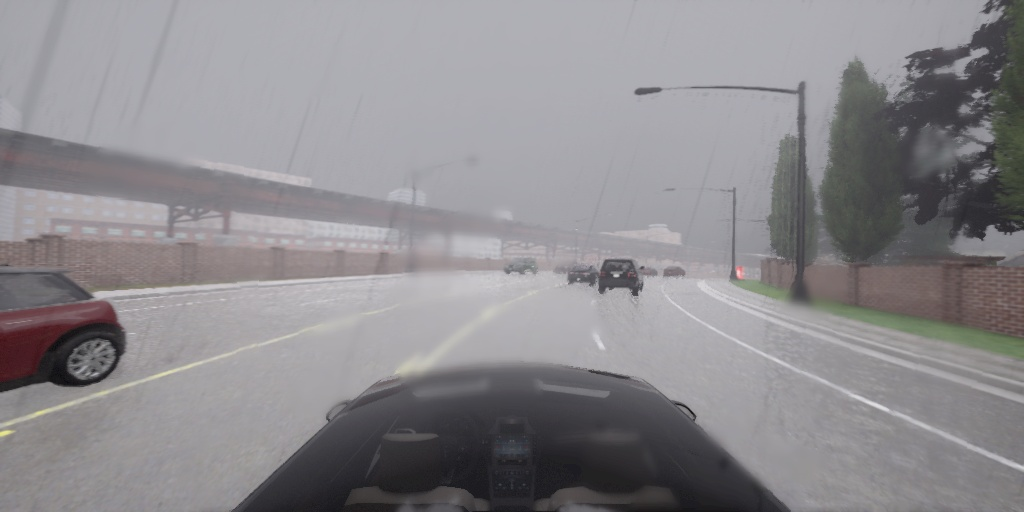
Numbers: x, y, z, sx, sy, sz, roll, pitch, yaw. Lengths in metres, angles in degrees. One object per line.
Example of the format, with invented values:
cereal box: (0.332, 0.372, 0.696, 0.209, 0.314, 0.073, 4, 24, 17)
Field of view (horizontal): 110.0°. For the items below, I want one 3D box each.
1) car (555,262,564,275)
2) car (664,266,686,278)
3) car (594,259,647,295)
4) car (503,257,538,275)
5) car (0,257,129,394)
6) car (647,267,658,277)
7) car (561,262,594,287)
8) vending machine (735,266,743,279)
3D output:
car: (7.173, 1.489, 45.426, 2.097, 1.767, 4.553, 1, -1, 32)
car: (22.406, 2.181, 49.282, 1.882, 1.535, 5.008, -1, -3, 39)
car: (6.778, 1.187, 21.989, 2.150, 2.045, 5.566, 0, -1, 24)
car: (1.129, 1.162, 41.971, 2.150, 2.045, 5.566, 1, -1, 29)
car: (-6.956, 0.887, 3.470, 2.097, 1.767, 4.553, 2, 0, 3)
car: (19.100, 2.187, 50.645, 1.994, 1.385, 4.181, 0, -2, 39)
car: (5.684, 1.450, 27.368, 2.128, 1.511, 4.902, 1, 0, 24)
vending machine: (33.273, 2.510, 52.607, 1.100, 2.100, 0.880, 0, 0, 44)
